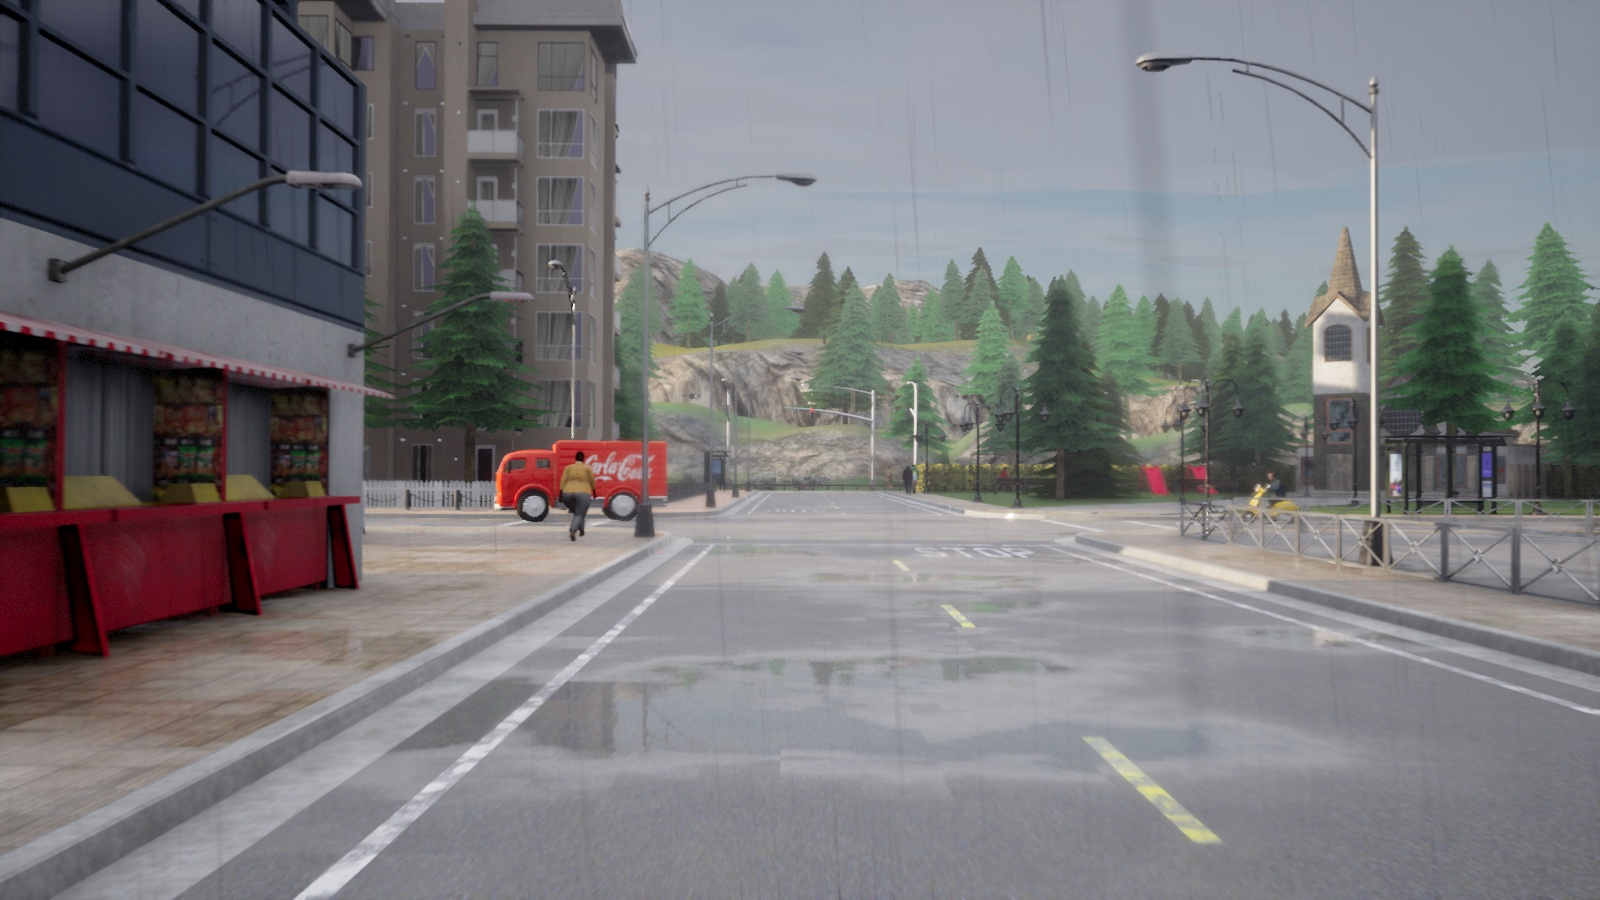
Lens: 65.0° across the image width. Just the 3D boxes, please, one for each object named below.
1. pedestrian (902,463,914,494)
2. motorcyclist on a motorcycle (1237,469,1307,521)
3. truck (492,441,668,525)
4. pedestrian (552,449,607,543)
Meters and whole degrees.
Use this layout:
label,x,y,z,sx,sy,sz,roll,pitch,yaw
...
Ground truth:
label,x,y,z,sx,sy,sz,roll,pitch,yaw
pedestrian,6.527,1.720,75.891,0.634,1.844,0.899,0,-1,-3
motorcyclist on a motorcycle,14.425,1.369,38.419,1.817,1.590,0.866,0,-1,-1
truck,-6.903,1.020,39.133,5.204,2.467,2.627,0,-2,-14
pedestrian,-4.438,0.916,25.334,0.874,1.855,0.900,0,-1,7
